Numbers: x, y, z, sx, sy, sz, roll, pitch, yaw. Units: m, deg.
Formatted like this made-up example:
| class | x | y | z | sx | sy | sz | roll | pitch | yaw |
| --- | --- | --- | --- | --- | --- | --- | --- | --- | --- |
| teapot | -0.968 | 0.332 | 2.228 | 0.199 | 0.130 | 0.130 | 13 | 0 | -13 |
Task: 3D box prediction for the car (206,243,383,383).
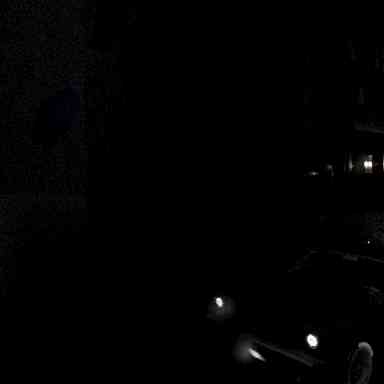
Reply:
| class | x | y | z | sx | sy | sz | roll | pitch | yaw |
| --- | --- | --- | --- | --- | --- | --- | --- | --- | --- |
| car | 2.533 | 1.564 | 5.182 | 4.718 | 1.301 | 1.895 | -1 | 0 | -35 |
